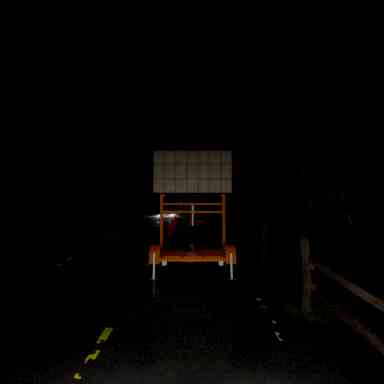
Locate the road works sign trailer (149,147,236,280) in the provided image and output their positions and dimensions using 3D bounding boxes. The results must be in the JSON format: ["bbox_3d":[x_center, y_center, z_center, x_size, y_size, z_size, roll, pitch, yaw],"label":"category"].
[{"bbox_3d":[0.021,0.463,9.901,2.380,3.560,2.880,0,0,0],"label":"road works sign trailer"}]

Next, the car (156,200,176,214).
[{"bbox_3d":[-2.673,1.564,35.141,2.033,1.411,5.357,0,0,0],"label":"car"}]
